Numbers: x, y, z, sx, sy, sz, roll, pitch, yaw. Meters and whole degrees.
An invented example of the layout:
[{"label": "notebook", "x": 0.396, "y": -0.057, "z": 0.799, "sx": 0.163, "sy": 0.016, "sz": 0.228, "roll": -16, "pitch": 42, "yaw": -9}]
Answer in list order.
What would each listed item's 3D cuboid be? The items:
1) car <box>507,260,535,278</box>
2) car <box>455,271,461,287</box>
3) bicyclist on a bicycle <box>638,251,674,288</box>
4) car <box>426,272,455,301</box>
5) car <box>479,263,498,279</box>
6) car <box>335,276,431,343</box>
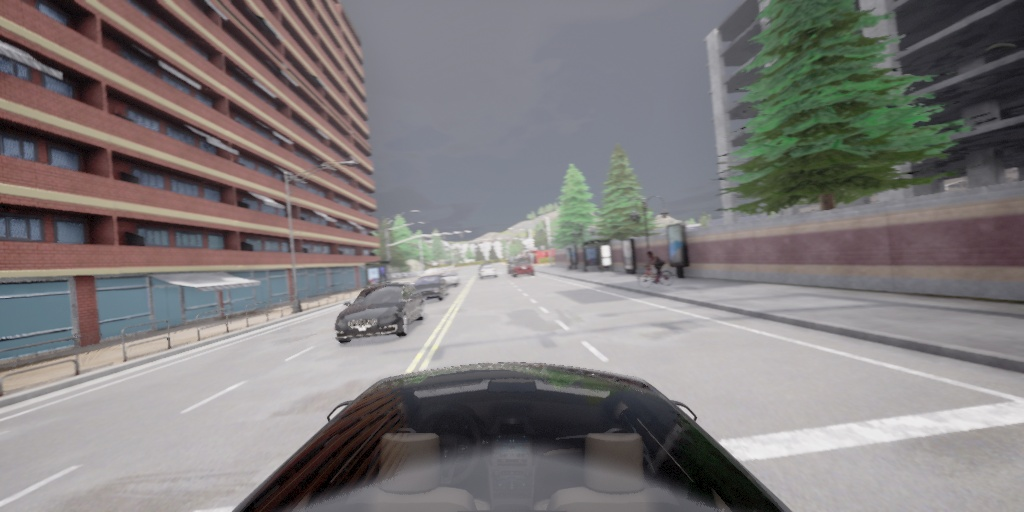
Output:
[{"label": "car", "x": 1.057, "y": 1.249, "z": 37.918, "sx": 2.097, "sy": 1.767, "sz": 4.553, "roll": -5, "pitch": 0, "yaw": -4}, {"label": "car", "x": -5.604, "y": 2.059, "z": 31.467, "sx": 1.895, "sy": 1.301, "sz": 4.718, "roll": -5, "pitch": 0, "yaw": -4}, {"label": "bicyclist on a bicycle", "x": 6.259, "y": 0.574, "z": 15.721, "sx": 1.656, "sy": 1.620, "sz": 0.582, "roll": -5, "pitch": 0, "yaw": -4}, {"label": "car", "x": -4.858, "y": 1.870, "z": 21.449, "sx": 2.033, "sy": 1.411, "sz": 5.357, "roll": -5, "pitch": 0, "yaw": -4}, {"label": "car", "x": -2.686, "y": 1.783, "z": 40.822, "sx": 1.812, "sy": 1.442, "sz": 4.674, "roll": -5, "pitch": 0, "yaw": -4}, {"label": "car", "x": -4.129, "y": 1.695, "z": 11.828, "sx": 1.837, "sy": 1.490, "sz": 4.892, "roll": -5, "pitch": 0, "yaw": -4}]
